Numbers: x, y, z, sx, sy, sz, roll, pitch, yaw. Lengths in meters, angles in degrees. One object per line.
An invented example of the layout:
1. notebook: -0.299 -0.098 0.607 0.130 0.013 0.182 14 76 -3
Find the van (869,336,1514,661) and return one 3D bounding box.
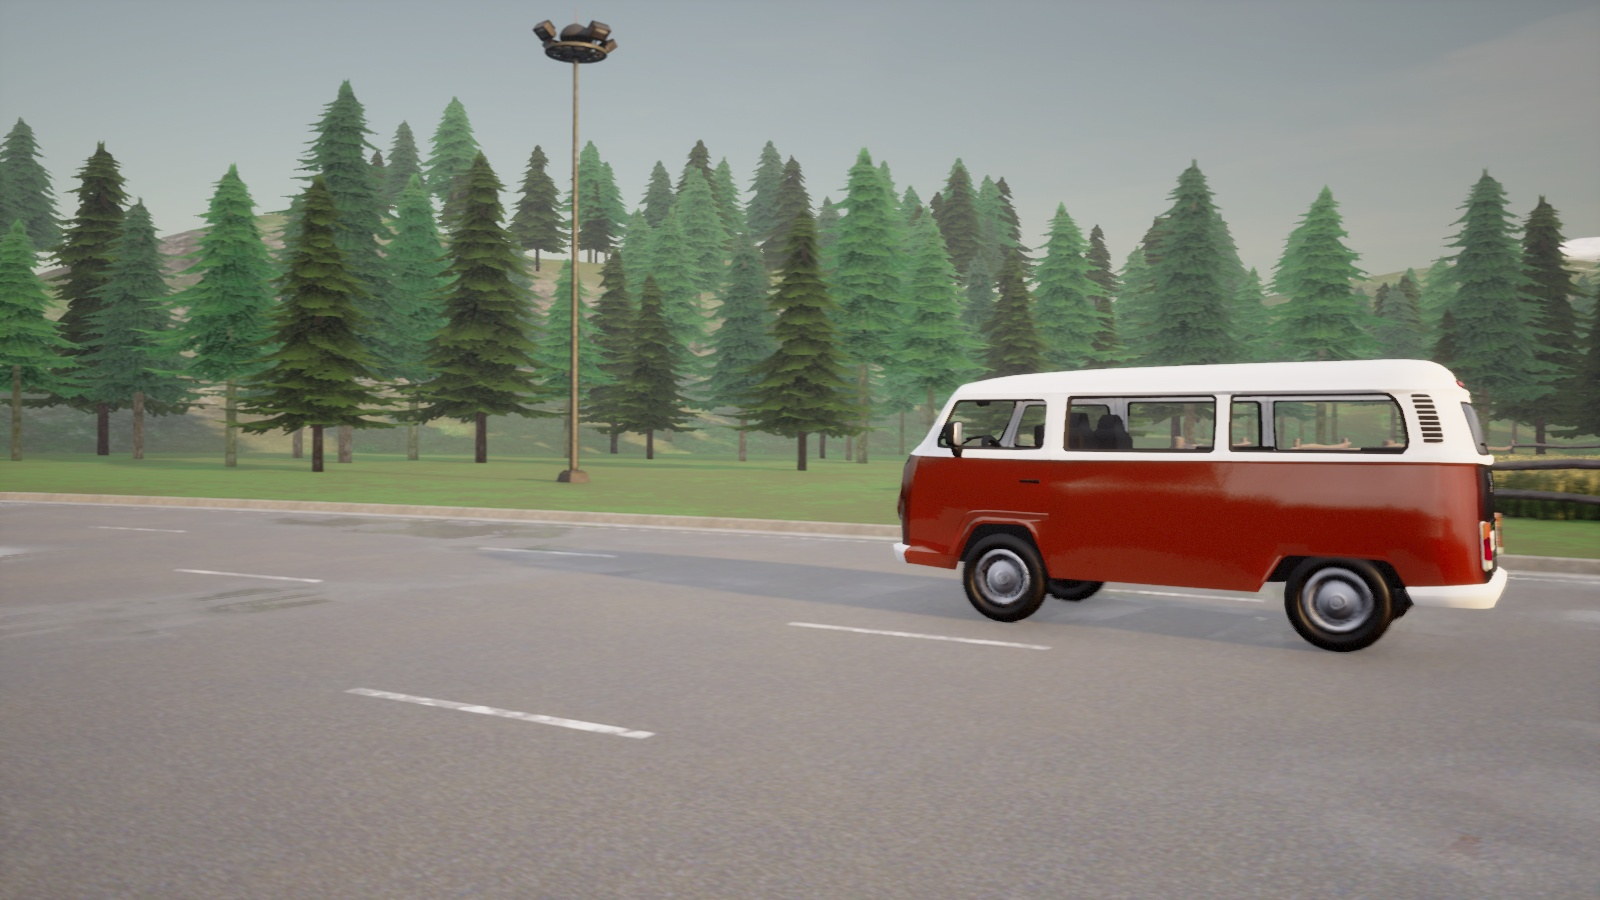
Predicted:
1. van: 3.021 0.293 9.925 4.480 2.038 2.069 0 1 32
